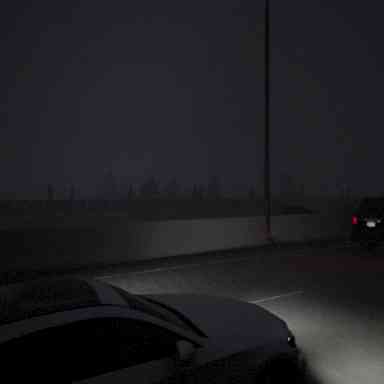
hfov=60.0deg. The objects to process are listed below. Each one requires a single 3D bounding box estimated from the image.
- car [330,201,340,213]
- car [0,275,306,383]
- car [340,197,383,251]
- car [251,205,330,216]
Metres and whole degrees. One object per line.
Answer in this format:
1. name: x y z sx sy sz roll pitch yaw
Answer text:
1. car: 14.219 1.413 30.162 4.902 1.511 2.128 0 0 -19
2. car: -1.022 1.515 2.876 4.674 1.442 1.812 0 0 -35
3. car: 8.482 1.191 12.474 5.566 2.045 2.150 0 0 -26
4. car: 5.242 1.472 18.858 4.674 1.442 1.812 0 0 -25
